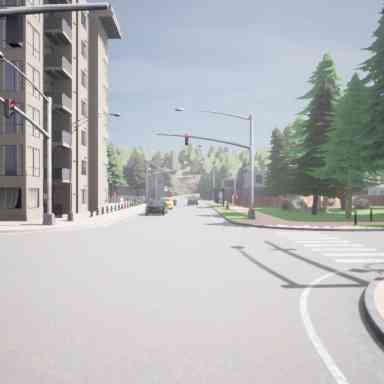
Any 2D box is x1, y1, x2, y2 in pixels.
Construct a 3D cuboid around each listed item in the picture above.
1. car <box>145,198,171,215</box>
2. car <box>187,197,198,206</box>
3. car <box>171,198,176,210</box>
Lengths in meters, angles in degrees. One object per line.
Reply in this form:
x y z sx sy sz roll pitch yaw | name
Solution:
-3.517 1.478 33.480 1.882 1.535 5.008 0 0 0 | car
0.140 1.547 55.665 2.033 1.411 5.357 0 0 0 | car
-3.483 1.478 43.441 1.882 1.535 5.008 0 0 0 | car
